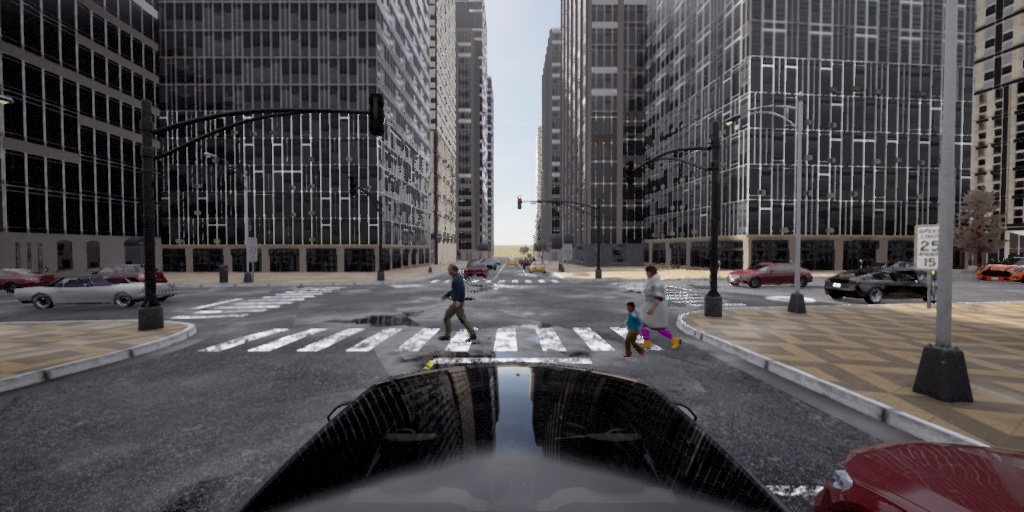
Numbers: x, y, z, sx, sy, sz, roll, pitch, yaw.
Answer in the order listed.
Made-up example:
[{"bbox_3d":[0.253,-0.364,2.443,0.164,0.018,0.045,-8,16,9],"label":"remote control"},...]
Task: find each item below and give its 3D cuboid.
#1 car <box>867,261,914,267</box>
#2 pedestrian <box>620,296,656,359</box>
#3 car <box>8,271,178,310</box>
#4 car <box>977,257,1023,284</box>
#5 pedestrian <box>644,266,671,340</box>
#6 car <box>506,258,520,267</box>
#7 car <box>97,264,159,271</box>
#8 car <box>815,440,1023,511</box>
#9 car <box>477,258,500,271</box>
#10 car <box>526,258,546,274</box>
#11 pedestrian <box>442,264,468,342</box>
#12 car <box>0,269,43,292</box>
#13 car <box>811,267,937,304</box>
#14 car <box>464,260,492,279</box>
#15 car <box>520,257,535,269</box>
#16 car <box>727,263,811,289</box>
[{"bbox_3d":[26.431,1.044,25.089,4.313,1.339,1.948,0,0,-5],"label":"car"},{"bbox_3d":[2.392,1.419,6.974,0.500,1.100,0.500,-1,1,0],"label":"pedestrian"},{"bbox_3d":[-17.345,1.461,15.211,4.718,1.301,1.895,0,1,-6],"label":"car"},{"bbox_3d":[33.051,0.848,23.082,4.553,1.767,2.097,0,1,-5],"label":"car"},{"bbox_3d":[3.019,1.038,7.572,0.375,1.860,0.375,-1,1,0],"label":"pedestrian"},{"bbox_3d":[-0.025,1.144,65.017,1.882,1.535,5.008,0,0,0],"label":"car"},{"bbox_3d":[-22.578,1.205,20.553,4.097,1.591,1.967,0,0,-5],"label":"car"},{"bbox_3d":[2.692,1.333,0.420,1.802,1.307,4.207,0,0,0],"label":"car"},{"bbox_3d":[-3.105,1.050,47.507,2.097,1.767,4.553,0,0,0],"label":"car"},{"bbox_3d":[2.806,1.234,39.958,1.751,1.417,4.829,0,0,0],"label":"car"},{"bbox_3d":[-1.300,1.038,8.166,0.375,1.860,0.375,-1,1,0],"label":"pedestrian"},{"bbox_3d":[-28.204,1.380,20.028,4.207,1.307,1.802,0,0,-5],"label":"car"},{"bbox_3d":[16.124,1.286,15.718,4.313,1.339,1.948,0,0,-5],"label":"car"},{"bbox_3d":[-3.109,1.319,32.184,1.895,1.301,4.718,0,0,0],"label":"car"},{"bbox_3d":[2.710,0.999,55.039,2.192,1.841,5.009,0,0,0],"label":"car"},{"bbox_3d":[15.391,1.125,21.461,4.674,1.442,1.812,0,1,-5],"label":"car"}]
